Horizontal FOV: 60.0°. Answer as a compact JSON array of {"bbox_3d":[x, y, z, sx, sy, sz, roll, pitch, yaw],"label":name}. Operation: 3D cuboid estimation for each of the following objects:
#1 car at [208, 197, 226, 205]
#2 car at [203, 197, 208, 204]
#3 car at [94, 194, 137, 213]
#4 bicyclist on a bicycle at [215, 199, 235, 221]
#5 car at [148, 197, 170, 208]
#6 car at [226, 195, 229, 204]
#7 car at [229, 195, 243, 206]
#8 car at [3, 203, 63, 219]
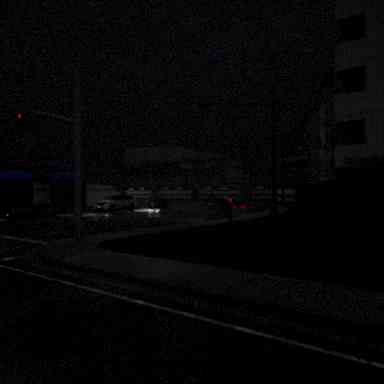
[{"bbox_3d":[4.274,1.587,58.113,2.033,1.411,5.357,0,0,2],"label":"car"},{"bbox_3d":[3.561,1.612,67.319,1.994,1.385,4.181,0,0,-12],"label":"car"},{"bbox_3d":[-8.665,1.260,38.200,2.150,2.045,5.566,0,0,29],"label":"car"},{"bbox_3d":[2.441,1.317,24.757,1.656,1.620,0.582,0,0,36],"label":"bicyclist on a bicycle"},{"bbox_3d":[-4.700,1.533,47.468,2.128,1.511,4.902,0,0,16],"label":"car"},{"bbox_3d":[7.616,1.393,64.773,2.097,1.767,4.553,0,0,-8],"label":"car"},{"bbox_3d":[7.586,1.560,55.916,1.812,1.442,4.674,0,0,5],"label":"car"},{"bbox_3d":[-14.266,1.639,29.958,1.895,1.301,4.718,0,0,35],"label":"car"}]
